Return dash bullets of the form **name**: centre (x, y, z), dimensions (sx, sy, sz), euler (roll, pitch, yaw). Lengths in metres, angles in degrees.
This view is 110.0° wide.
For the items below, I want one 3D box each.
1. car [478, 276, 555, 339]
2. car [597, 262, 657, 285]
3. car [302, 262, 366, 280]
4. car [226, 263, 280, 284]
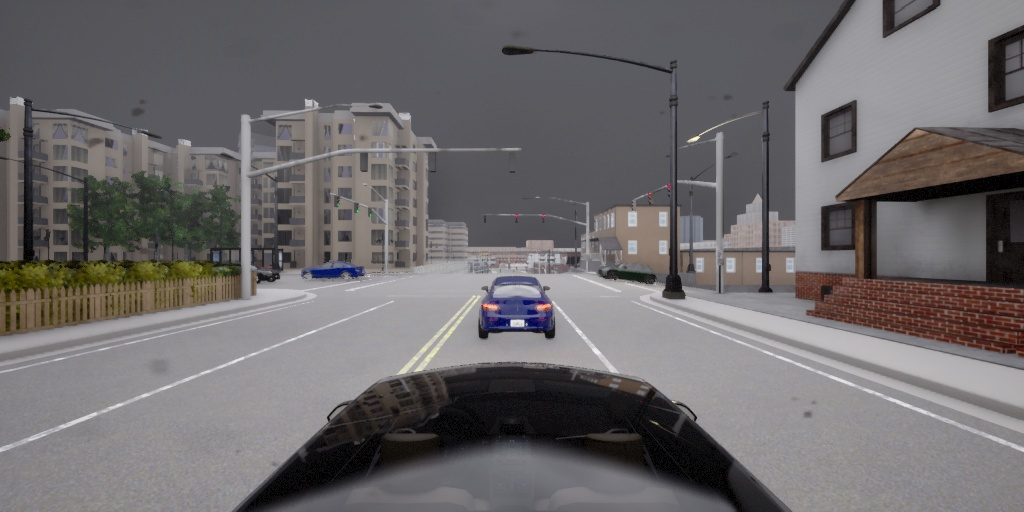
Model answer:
- **car**: centre (0.110, 1.276, 9.991), dimensions (1.812, 1.442, 4.674), euler (0, 0, 0)
- **car**: centre (9.462, 1.262, 29.652), dimensions (4.553, 1.767, 2.097), euler (7, 0, -1)
- **car**: centre (-14.959, 1.228, 30.115), dimensions (5.008, 1.535, 1.882), euler (0, 0, 1)
- **car**: centre (-19.815, 1.255, 26.487), dimensions (4.892, 1.490, 1.837), euler (0, 0, 1)
